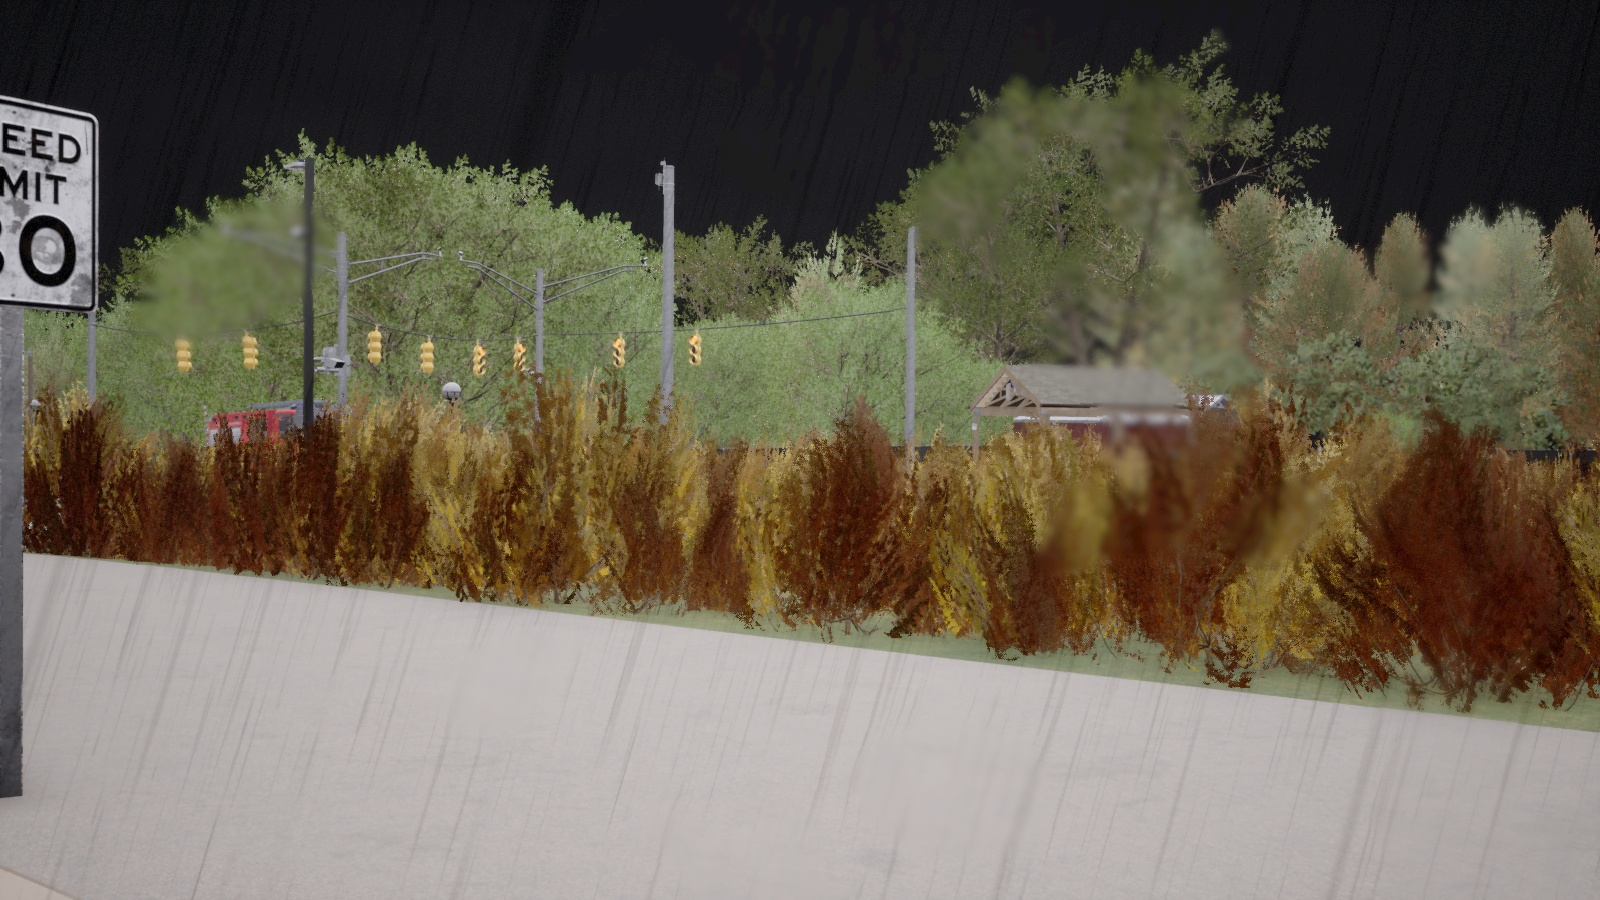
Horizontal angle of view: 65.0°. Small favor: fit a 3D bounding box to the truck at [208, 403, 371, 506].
[{"bbox_3d":[-20.741,0.293,50.693,8.468,3.827,2.891,-2,-1,44],"label":"truck"}]
